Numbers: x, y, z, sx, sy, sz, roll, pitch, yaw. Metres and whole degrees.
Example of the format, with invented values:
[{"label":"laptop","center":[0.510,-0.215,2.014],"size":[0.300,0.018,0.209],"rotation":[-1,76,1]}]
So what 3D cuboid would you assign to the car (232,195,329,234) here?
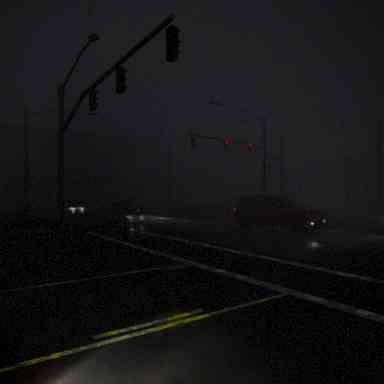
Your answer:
[{"label":"car","center":[4.966,1.202,19.482],"size":[5.566,2.045,2.150],"rotation":[-1,0,43]}]

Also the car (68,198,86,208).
[{"label":"car","center":[-17.114,1.564,49.134],"size":[1.994,1.385,4.181],"rotation":[0,0,-28]}]

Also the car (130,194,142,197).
[{"label":"car","center":[-13.682,1.524,72.536],"size":[1.812,1.442,4.674],"rotation":[0,0,30]}]

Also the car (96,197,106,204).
[{"label":"car","center":[-16.510,1.601,62.708],"size":[1.895,1.301,4.718],"rotation":[0,0,3]}]

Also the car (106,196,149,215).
[{"label":"car","center":[-6.589,1.491,33.901],"size":[2.128,1.511,4.902],"rotation":[0,0,-36]}]
